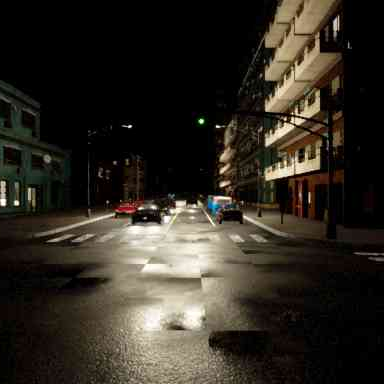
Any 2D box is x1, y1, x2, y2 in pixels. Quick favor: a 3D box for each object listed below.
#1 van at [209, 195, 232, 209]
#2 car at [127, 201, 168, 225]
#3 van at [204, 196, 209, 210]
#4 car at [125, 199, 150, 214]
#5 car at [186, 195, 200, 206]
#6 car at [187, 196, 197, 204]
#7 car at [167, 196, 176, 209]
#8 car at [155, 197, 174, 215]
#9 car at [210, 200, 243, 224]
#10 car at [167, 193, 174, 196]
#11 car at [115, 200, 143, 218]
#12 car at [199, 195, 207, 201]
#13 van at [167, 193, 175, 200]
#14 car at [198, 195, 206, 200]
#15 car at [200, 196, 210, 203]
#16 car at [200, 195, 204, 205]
[{"bbox_3d":[2.687,1.335,29.915,1.690,1.788,3.998,1,0,0],"label":"van"},{"bbox_3d":[-3.103,1.561,24.104,1.994,1.385,4.181,0,0,0],"label":"car"},{"bbox_3d":[2.681,1.330,41.077,1.690,1.788,3.998,1,0,0],"label":"van"},{"bbox_3d":[-5.699,1.536,35.456,1.887,1.381,4.507,1,0,0],"label":"car"},{"bbox_3d":[-0.031,1.456,53.818,1.882,1.535,5.008,0,0,0],"label":"car"},{"bbox_3d":[-0.038,1.493,64.241,1.812,1.442,4.674,0,0,0],"label":"car"},{"bbox_3d":[-3.116,1.551,43.612,1.994,1.385,4.181,0,0,0],"label":"car"},{"bbox_3d":[-3.112,1.519,32.607,1.812,1.442,4.674,0,0,0],"label":"car"},{"bbox_3d":[2.688,1.547,24.335,2.008,1.369,4.403,1,0,0],"label":"car"},{"bbox_3d":[-5.726,1.503,85.677,1.947,1.339,4.313,1,0,0],"label":"car"},{"bbox_3d":[-5.697,1.576,29.875,1.802,1.307,4.206,1,0,0],"label":"car"},{"bbox_3d":[2.657,1.490,80.143,1.887,1.381,4.507,1,0,0],"label":"car"},{"bbox_3d":[-5.726,1.269,91.257,1.690,1.788,3.998,1,0,0],"label":"van"},{"bbox_3d":[2.651,1.478,91.304,2.008,1.369,4.403,1,0,0],"label":"car"},{"bbox_3d":[2.663,1.527,68.981,1.947,1.339,4.313,1,0,0],"label":"car"},{"bbox_3d":[2.672,1.506,52.408,1.752,1.417,4.829,1,0,0],"label":"car"}]
